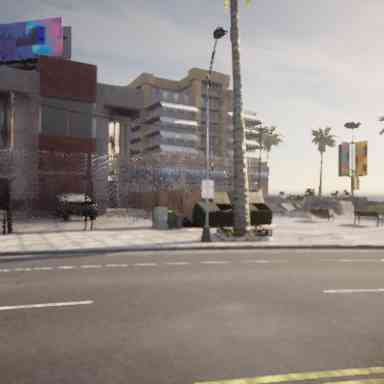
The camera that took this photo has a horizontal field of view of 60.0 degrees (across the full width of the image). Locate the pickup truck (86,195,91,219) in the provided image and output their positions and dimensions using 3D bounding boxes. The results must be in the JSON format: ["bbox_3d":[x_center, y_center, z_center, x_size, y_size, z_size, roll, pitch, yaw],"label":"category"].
[{"bbox_3d":[-9.600,1.193,27.430,2.390,2.098,6.274,1,0,-30],"label":"pickup truck"}]
